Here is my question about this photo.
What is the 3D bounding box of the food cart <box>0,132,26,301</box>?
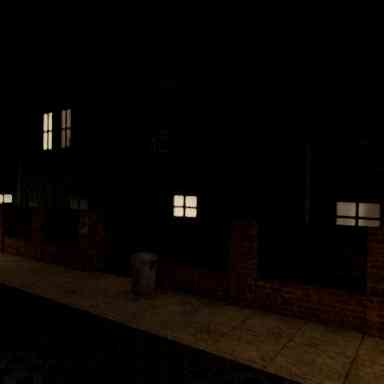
[{"bbox_3d":[-6.298,0.451,7.806,4.660,3.560,2.280,2,0,35],"label":"food cart"}]
